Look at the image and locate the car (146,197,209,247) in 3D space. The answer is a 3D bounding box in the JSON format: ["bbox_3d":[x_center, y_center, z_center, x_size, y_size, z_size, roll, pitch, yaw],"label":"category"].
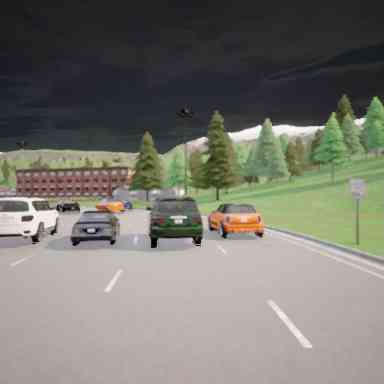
[{"bbox_3d":[-0.907,1.240,15.414,2.150,2.045,5.566,0,0,-8],"label":"car"}]

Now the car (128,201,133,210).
[{"bbox_3d":[-9.344,1.624,42.841,1.812,1.442,4.674,0,0,-40],"label":"car"}]

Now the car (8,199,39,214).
[{"bbox_3d":[-19.443,1.630,38.362,1.882,1.535,5.008,0,0,-43],"label":"car"}]

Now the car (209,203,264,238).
[{"bbox_3d":[2.189,1.358,17.901,2.097,1.767,4.553,0,0,-8],"label":"car"}]

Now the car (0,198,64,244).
[{"bbox_3d":[-8.080,1.283,16.194,2.150,2.045,5.566,0,0,-10],"label":"car"}]

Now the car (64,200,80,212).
[{"bbox_3d":[-14.353,1.600,37.825,1.882,1.535,5.008,0,0,-38],"label":"car"}]

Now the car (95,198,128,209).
[{"bbox_3d":[-9.333,1.444,37.301,2.097,1.767,4.553,0,0,-33],"label":"car"}]

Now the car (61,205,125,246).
[{"bbox_3d":[-4.433,1.589,15.733,2.033,1.411,5.357,0,0,-10],"label":"car"}]
